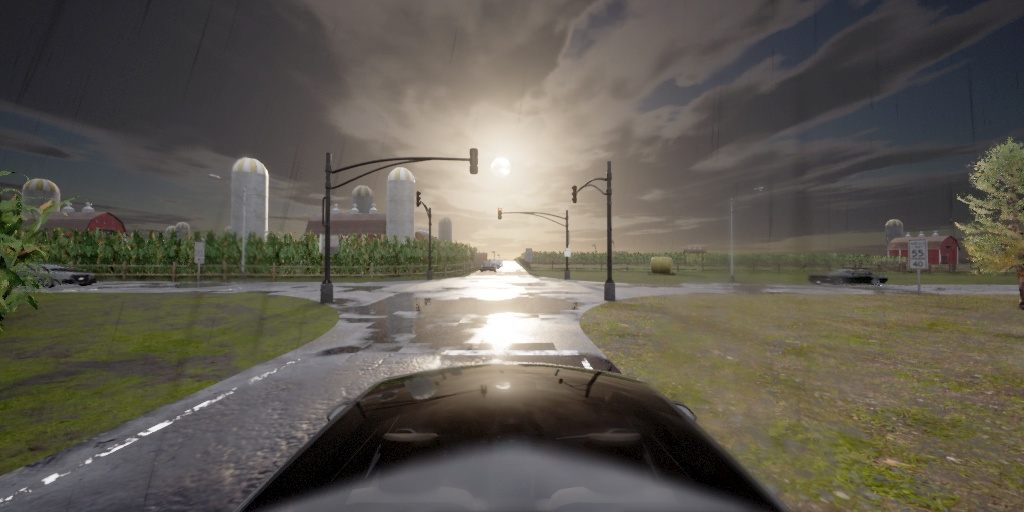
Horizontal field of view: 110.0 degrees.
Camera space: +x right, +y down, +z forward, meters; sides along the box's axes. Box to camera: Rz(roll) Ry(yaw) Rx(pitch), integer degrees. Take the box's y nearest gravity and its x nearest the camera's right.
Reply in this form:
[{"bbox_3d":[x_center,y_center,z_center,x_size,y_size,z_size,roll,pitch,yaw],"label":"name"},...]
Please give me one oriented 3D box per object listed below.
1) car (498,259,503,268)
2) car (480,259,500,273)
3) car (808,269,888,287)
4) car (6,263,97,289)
[{"bbox_3d":[-2.850,1.337,59.127,1.812,1.442,4.674,0,0,0],"label":"car"},{"bbox_3d":[-2.802,1.388,43.334,1.895,1.301,4.718,0,0,0],"label":"car"},{"bbox_3d":[25.029,1.636,26.853,4.718,1.301,1.895,1,-1,-4],"label":"car"},{"bbox_3d":[-26.008,1.076,19.883,4.181,1.385,1.994,0,-1,-3],"label":"car"}]
